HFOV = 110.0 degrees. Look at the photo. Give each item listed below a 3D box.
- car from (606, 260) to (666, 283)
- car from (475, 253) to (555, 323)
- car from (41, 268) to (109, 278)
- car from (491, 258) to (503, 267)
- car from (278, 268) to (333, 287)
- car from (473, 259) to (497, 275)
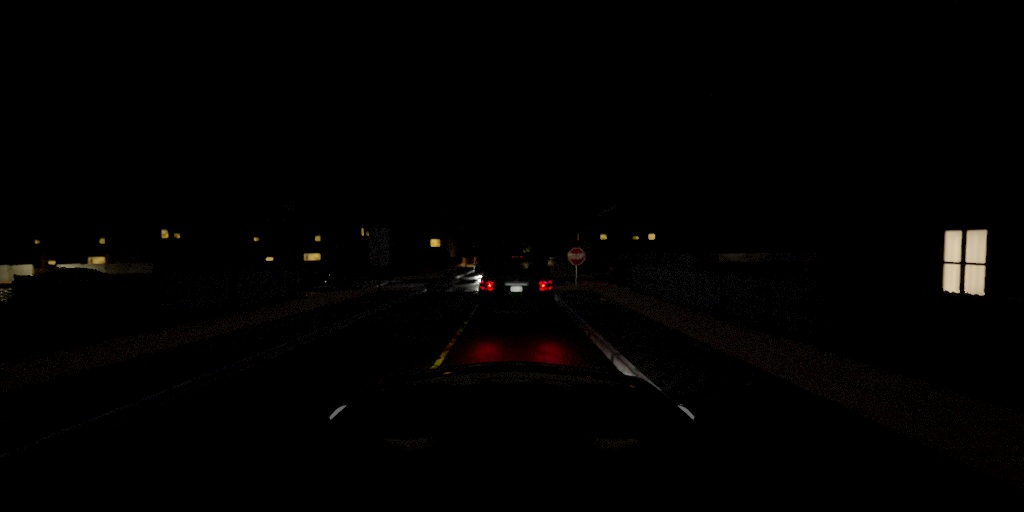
[{"bbox_3d":[9.173,1.021,25.098,5.008,1.535,1.882,-1,1,-2],"label":"car"},{"bbox_3d":[0.126,0.923,11.998,2.150,2.045,5.566,0,1,0],"label":"car"},{"bbox_3d":[-29.712,1.604,24.695,4.892,1.490,1.837,-1,2,0],"label":"car"},{"bbox_3d":[-2.613,1.072,62.538,1.812,1.442,4.674,0,0,1],"label":"car"},{"bbox_3d":[-15.095,1.487,24.764,4.718,1.301,1.895,-1,2,0],"label":"car"},{"bbox_3d":[-2.750,1.096,37.174,2.128,1.511,4.902,0,0,0],"label":"car"}]
